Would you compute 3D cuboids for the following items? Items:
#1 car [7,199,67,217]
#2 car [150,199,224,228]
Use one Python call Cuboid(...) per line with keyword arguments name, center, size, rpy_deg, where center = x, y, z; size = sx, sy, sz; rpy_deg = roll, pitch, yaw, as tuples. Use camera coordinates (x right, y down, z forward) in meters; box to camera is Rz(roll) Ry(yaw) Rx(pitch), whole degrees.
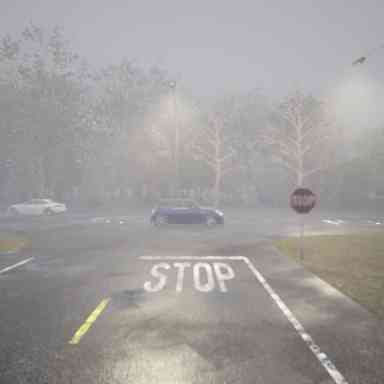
Cuboid(name="car", center=(-12.951, 1.297, 27.879), size=(4.674, 1.442, 1.812), rpy_deg=(0, 0, 1))
Cuboid(name="car", center=(-0.279, 1.233, 20.763), size=(4.553, 1.767, 2.097), rpy_deg=(0, 0, 0))
